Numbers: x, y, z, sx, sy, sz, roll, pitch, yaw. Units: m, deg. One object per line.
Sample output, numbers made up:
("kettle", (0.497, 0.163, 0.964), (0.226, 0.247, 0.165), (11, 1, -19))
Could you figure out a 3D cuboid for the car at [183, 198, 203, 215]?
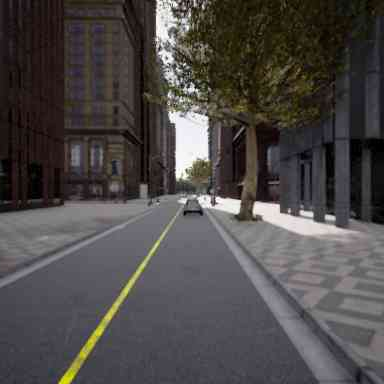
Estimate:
("car", (0.104, 1.557, 33.417), (1.994, 1.385, 4.181), (0, 0, 0))
